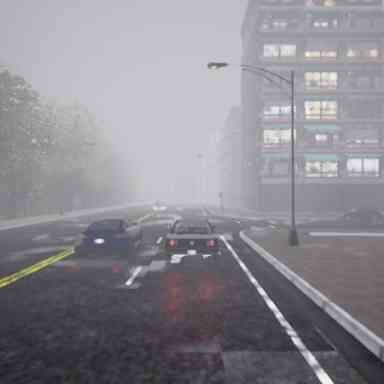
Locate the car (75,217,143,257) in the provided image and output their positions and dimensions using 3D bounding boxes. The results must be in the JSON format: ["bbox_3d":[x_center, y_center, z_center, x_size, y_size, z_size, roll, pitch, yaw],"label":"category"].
[{"bbox_3d":[-3.219,1.703,13.617,1.994,1.385,4.181,0,0,0],"label":"car"}]

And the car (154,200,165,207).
[{"bbox_3d":[-6.505,2.294,67.231,1.895,1.301,4.718,0,-1,0],"label":"car"}]

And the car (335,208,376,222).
[{"bbox_3d":[16.298,2.194,32.603,4.206,1.307,1.802,1,-1,0],"label":"car"}]

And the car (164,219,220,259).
[{"bbox_3d":[0.020,1.736,13.246,1.895,1.301,4.718,0,-1,1],"label":"car"}]

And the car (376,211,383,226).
[{"bbox_3d":[16.348,2.073,24.257,4.507,1.381,1.887,1,-1,0],"label":"car"}]
